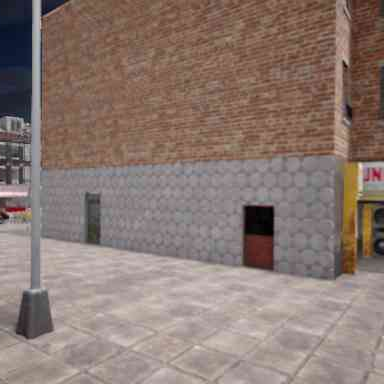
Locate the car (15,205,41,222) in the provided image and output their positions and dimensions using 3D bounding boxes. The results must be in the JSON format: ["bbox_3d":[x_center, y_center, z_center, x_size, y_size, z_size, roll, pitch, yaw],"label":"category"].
[{"bbox_3d":[-12.961,1.869,29.113,1.752,1.417,4.829,-1,-1,36],"label":"car"}]

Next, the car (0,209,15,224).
[{"bbox_3d":[-16.288,1.554,24.472,2.192,1.841,5.009,-1,-1,36],"label":"car"}]
